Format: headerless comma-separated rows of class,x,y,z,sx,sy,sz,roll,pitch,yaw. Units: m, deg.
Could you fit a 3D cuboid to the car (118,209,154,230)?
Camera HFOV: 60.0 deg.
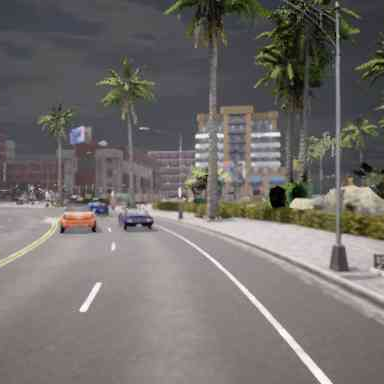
car,-3.973,1.811,22.781,1.895,1.301,4.718,0,-1,-18

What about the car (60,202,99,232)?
car,-7.498,1.564,22.056,2.097,1.767,4.553,0,-1,-18

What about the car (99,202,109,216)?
car,-10.855,1.832,37.300,1.882,1.535,5.008,0,0,-32
